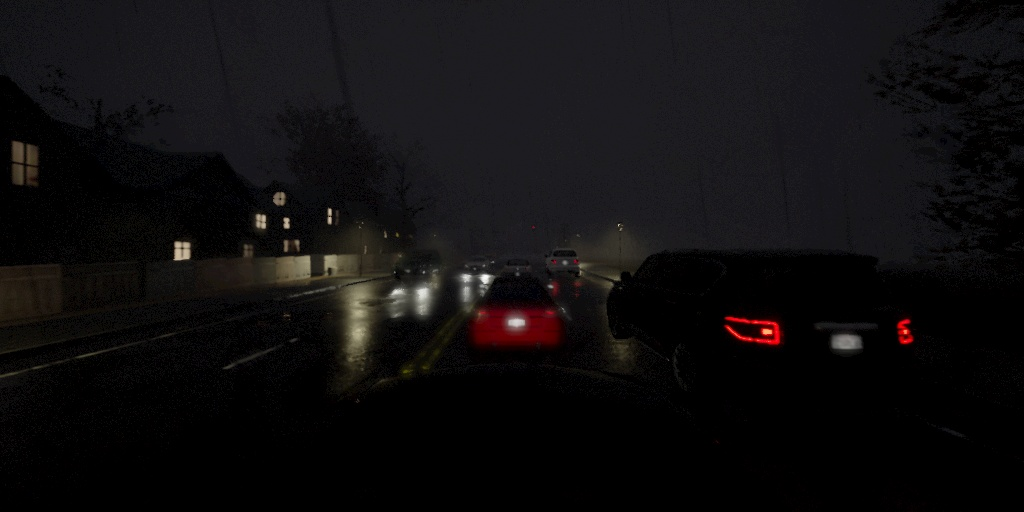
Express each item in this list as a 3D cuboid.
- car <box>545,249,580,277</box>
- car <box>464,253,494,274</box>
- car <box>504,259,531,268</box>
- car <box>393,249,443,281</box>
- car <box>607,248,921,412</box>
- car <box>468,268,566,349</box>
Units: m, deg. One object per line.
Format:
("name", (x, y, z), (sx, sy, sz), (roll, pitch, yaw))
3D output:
("car", (3.733, 0.464, 27.114), (2.150, 2.045, 5.566), (0, 1, 2))
("car", (-2.852, 0.706, 30.498), (1.812, 1.442, 4.674), (0, 1, 2))
("car", (0.452, 0.864, 26.215), (1.895, 1.301, 4.718), (0, 1, 2))
("car", (-6.288, 0.515, 24.722), (2.150, 2.045, 5.566), (0, 1, 1))
("car", (3.334, 0.882, 6.254), (2.150, 2.045, 5.566), (0, 1, 0))
("car", (0.116, 1.173, 8.727), (1.994, 1.385, 4.181), (0, 1, 1))
